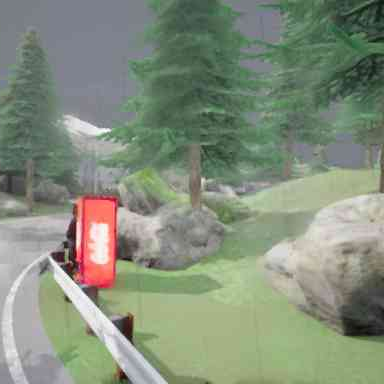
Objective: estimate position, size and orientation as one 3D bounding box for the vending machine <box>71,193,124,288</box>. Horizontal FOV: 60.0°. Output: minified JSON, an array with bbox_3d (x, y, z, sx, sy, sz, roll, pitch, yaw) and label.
[{"bbox_3d":[-2.279,1.098,7.987,1.100,2.100,0.880,1,0,-21],"label":"vending machine"}]

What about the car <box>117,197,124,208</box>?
[{"bbox_3d":[-8.104,1.186,37.897,1.895,1.301,4.718,1,0,5],"label":"car"}]

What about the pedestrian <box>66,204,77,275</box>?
[{"bbox_3d":[-2.977,1.175,8.589,0.375,1.860,0.375,1,0,-18],"label":"pedestrian"}]
